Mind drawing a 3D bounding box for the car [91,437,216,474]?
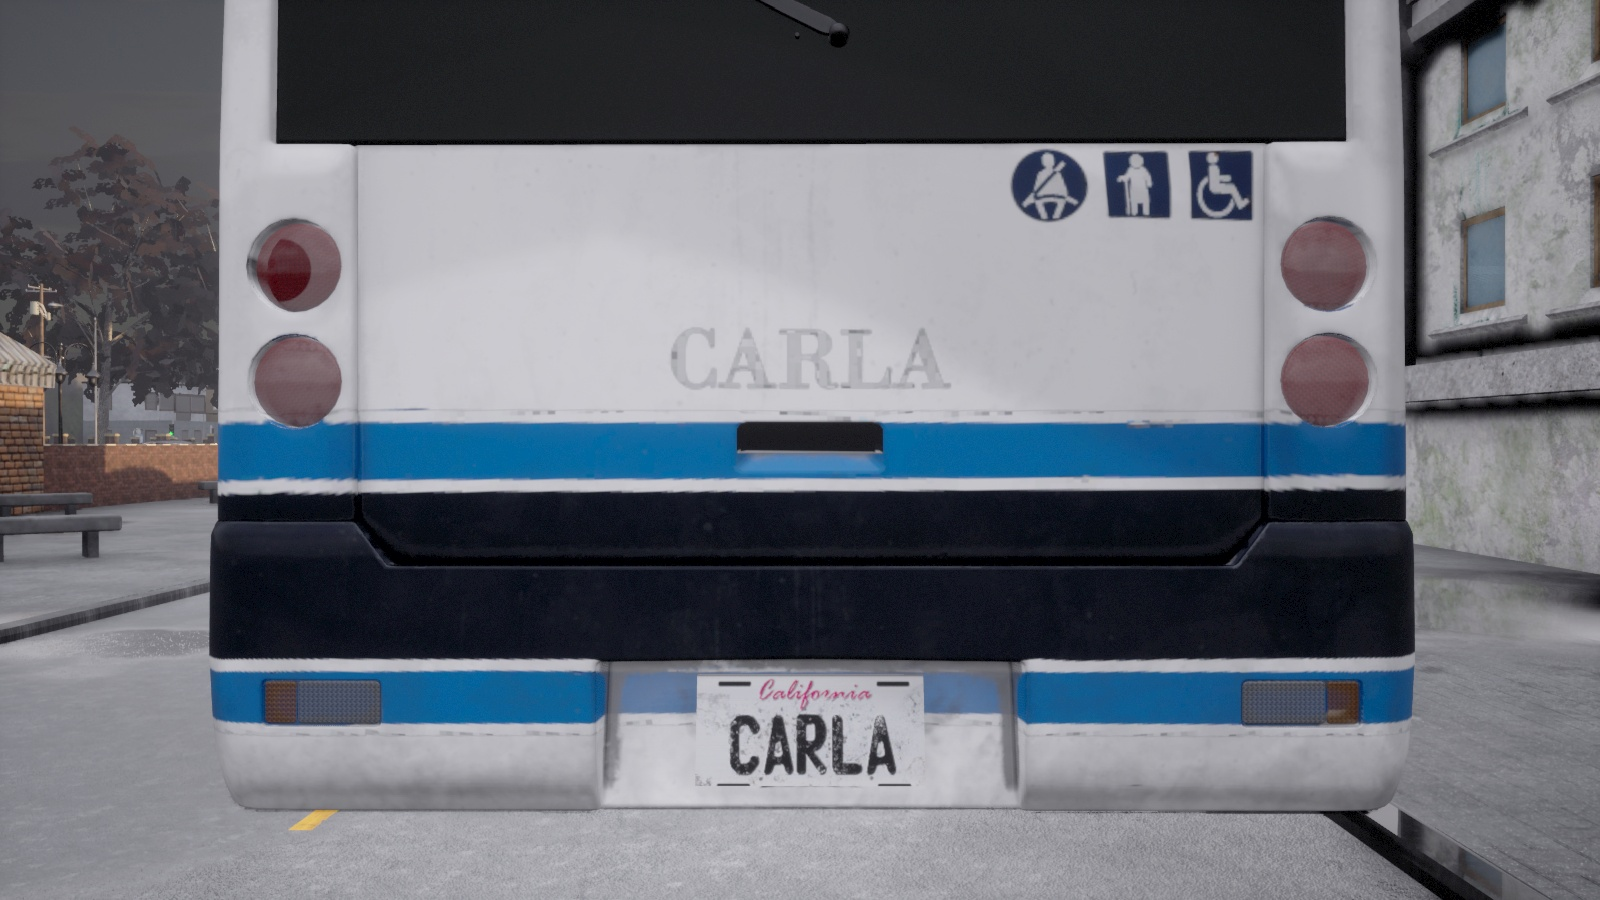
[{"bbox_3d":[-29.674,0.241,57.755,4.611,1.667,2.242,0,0,-2],"label":"car"}]

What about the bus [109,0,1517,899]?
[{"bbox_3d":[0.062,-0.679,8.658,3.944,4.253,10.273,0,0,0],"label":"bus"}]
